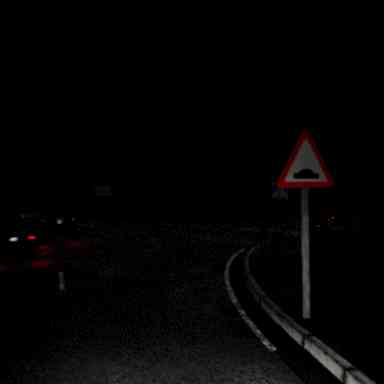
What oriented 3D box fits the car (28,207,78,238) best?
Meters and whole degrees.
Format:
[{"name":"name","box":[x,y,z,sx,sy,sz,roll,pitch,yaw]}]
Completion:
[{"name":"car","box":[-8.213,1.598,18.484,2.097,1.767,4.553,-1,0,-44]}]

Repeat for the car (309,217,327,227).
[{"name":"car","box":[18.020,4.200,47.489,1.994,1.385,4.181,-1,-5,34]}]

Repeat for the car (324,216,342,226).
[{"name":"car","box":[23.701,4.804,55.749,1.837,1.490,4.892,-1,-4,34]}]

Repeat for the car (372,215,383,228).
[{"name":"car","box":[27.468,4.125,45.779,4.553,1.767,2.185,-1,-4,34]}]

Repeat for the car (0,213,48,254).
[{"name":"car","box":[-7.844,1.754,13.668,2.033,1.411,5.357,0,-1,-39]}]

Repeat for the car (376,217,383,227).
[{"name":"car","box":[30.611,4.647,50.285,4.674,1.452,2.002,-1,-4,34]}]

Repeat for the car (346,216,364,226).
[{"name":"car","box":[26.615,4.753,54.251,1.882,1.535,5.008,-1,-4,34]}]

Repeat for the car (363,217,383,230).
[{"name":"car","box":[22.841,3.713,38.944,4.792,1.488,2.163,-1,-5,34]}]

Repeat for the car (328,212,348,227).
[{"name":"car","box":[20.727,3.811,45.699,2.150,2.045,5.566,-1,-5,34]}]

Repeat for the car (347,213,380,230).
[{"name":"car","box":[18.142,3.091,32.180,4.892,1.521,2.231,-1,-5,34]}]

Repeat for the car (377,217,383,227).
[{"name":"car","box":[32.145,4.813,52.571,4.792,1.488,2.163,-1,-4,34]}]
